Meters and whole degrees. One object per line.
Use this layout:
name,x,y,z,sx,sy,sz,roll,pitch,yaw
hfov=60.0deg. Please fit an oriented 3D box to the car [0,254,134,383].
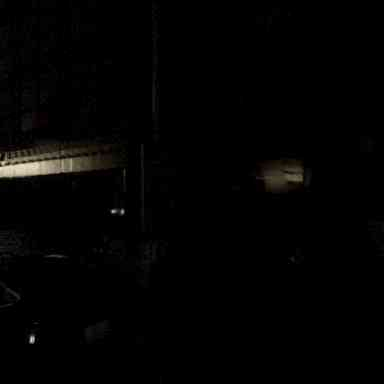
car,-2.745,1.612,4.932,4.313,1.339,1.947,-1,-1,36
